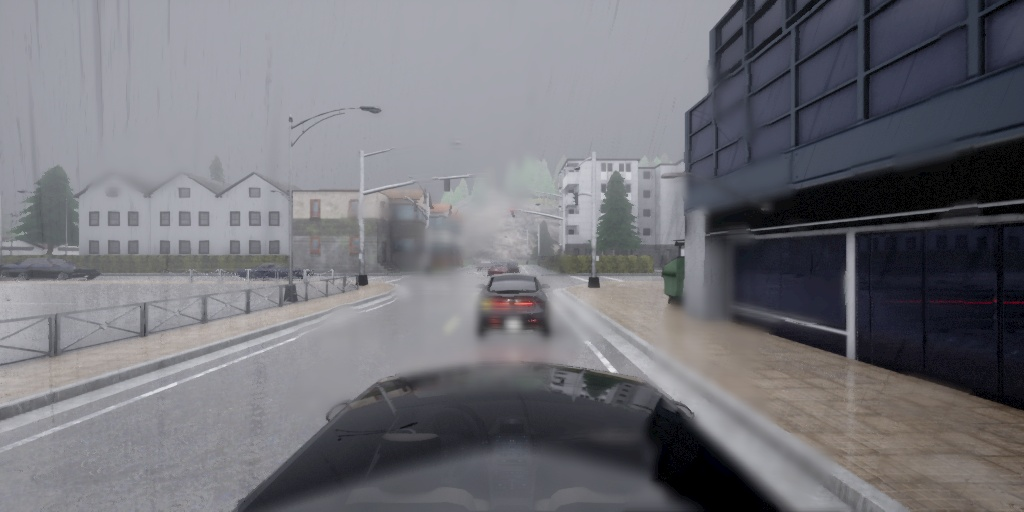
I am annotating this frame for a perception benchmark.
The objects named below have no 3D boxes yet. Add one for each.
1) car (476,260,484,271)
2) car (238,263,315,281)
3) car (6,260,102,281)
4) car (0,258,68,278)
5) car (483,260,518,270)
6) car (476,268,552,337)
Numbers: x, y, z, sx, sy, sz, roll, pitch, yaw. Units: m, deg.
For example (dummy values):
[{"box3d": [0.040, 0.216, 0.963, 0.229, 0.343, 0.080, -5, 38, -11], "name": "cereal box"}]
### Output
[{"box3d": [-3.520, 1.276, 47.660, 1.812, 1.442, 4.674, 0, 0, 0], "name": "car"}, {"box3d": [-17.211, 1.174, 26.410, 4.718, 1.301, 1.895, 0, 0, 0], "name": "car"}, {"box3d": [-33.562, 1.175, 26.494, 4.718, 1.301, 1.895, 0, 0, 0], "name": "car"}, {"box3d": [-39.834, 0.926, 30.204, 4.553, 1.767, 2.097, 0, 0, 0], "name": "car"}, {"box3d": [-0.725, 1.276, 34.475, 1.994, 1.385, 4.181, 0, -2, 21], "name": "car"}, {"box3d": [0.069, 1.255, 10.258, 1.837, 1.490, 4.892, 0, 0, 1], "name": "car"}]
